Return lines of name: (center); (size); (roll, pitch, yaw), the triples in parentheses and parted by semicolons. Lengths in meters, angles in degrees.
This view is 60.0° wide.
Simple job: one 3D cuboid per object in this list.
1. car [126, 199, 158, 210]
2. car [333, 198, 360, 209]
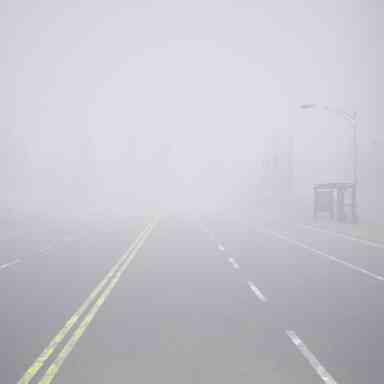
car: (-6.509, 1.572, 42.456); (1.895, 1.301, 4.718); (0, 0, -43)
car: (17.711, 1.436, 40.246); (4.902, 1.511, 2.128); (0, 0, -2)
